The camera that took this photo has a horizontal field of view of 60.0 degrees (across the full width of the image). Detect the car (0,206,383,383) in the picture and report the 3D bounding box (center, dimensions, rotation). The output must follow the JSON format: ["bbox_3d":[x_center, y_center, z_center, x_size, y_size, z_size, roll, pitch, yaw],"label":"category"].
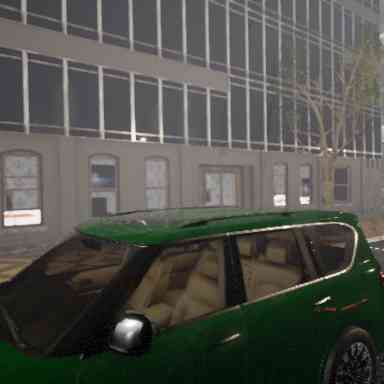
[{"bbox_3d":[-0.292,1.212,3.169,5.566,2.045,2.150,0,0,-35],"label":"car"}]
